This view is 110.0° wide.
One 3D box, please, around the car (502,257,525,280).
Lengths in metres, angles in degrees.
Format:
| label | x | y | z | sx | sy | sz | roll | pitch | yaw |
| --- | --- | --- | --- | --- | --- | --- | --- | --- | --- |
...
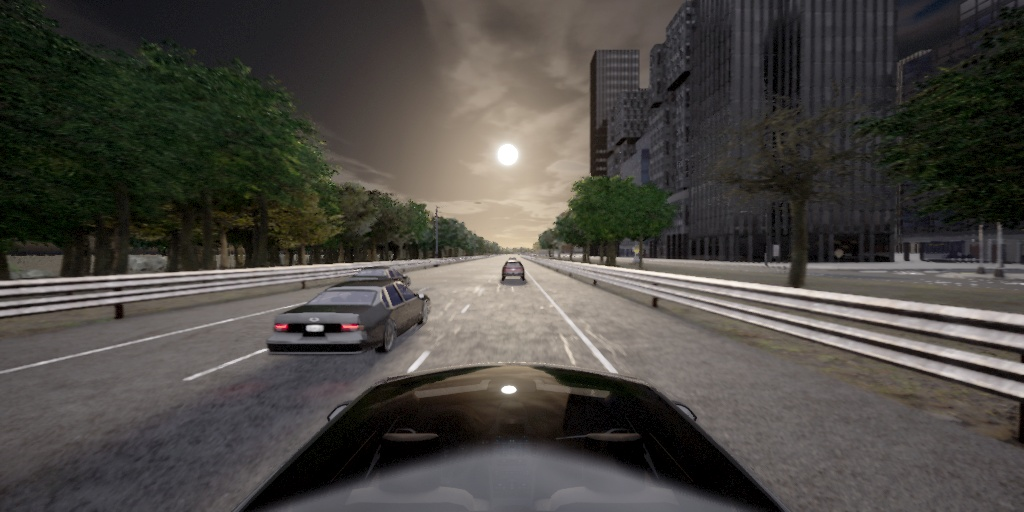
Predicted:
| label | x | y | z | sx | sy | sz | roll | pitch | yaw |
| --- | --- | --- | --- | --- | --- | --- | --- | --- | --- |
| car | 0.104 | 1.136 | 31.129 | 2.033 | 1.649 | 4.856 | 0 | 0 | 0 |

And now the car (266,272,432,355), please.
| label | x | y | z | sx | sy | sz | roll | pitch | yaw |
| --- | --- | --- | --- | --- | --- | --- | --- | --- | --- |
| car | -3.406 | 1.295 | 8.701 | 2.033 | 1.411 | 5.357 | 0 | 0 | 0 |

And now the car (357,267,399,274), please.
| label | x | y | z | sx | sy | sz | roll | pitch | yaw |
| --- | --- | --- | --- | --- | --- | --- | --- | --- | --- |
| car | -6.898 | 1.283 | 18.849 | 2.033 | 1.411 | 5.357 | 0 | 0 | 0 |
